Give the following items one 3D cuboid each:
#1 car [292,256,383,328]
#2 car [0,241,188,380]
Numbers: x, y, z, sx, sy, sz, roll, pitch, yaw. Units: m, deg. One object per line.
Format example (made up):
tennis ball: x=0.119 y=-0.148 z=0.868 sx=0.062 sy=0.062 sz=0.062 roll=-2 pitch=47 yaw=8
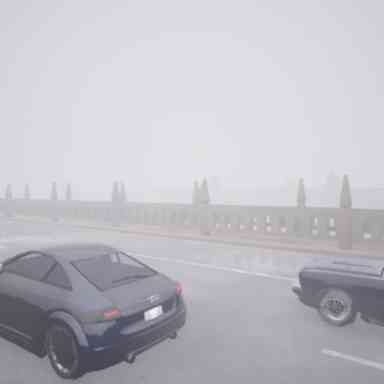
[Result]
car: x=4.142 y=1.603 z=5.338 sx=4.718 sy=1.301 sz=1.895 roll=0 pitch=0 yaw=35
car: x=-2.134 y=1.544 z=5.518 sx=4.181 sy=1.385 sz=1.994 roll=0 pitch=0 yaw=35
